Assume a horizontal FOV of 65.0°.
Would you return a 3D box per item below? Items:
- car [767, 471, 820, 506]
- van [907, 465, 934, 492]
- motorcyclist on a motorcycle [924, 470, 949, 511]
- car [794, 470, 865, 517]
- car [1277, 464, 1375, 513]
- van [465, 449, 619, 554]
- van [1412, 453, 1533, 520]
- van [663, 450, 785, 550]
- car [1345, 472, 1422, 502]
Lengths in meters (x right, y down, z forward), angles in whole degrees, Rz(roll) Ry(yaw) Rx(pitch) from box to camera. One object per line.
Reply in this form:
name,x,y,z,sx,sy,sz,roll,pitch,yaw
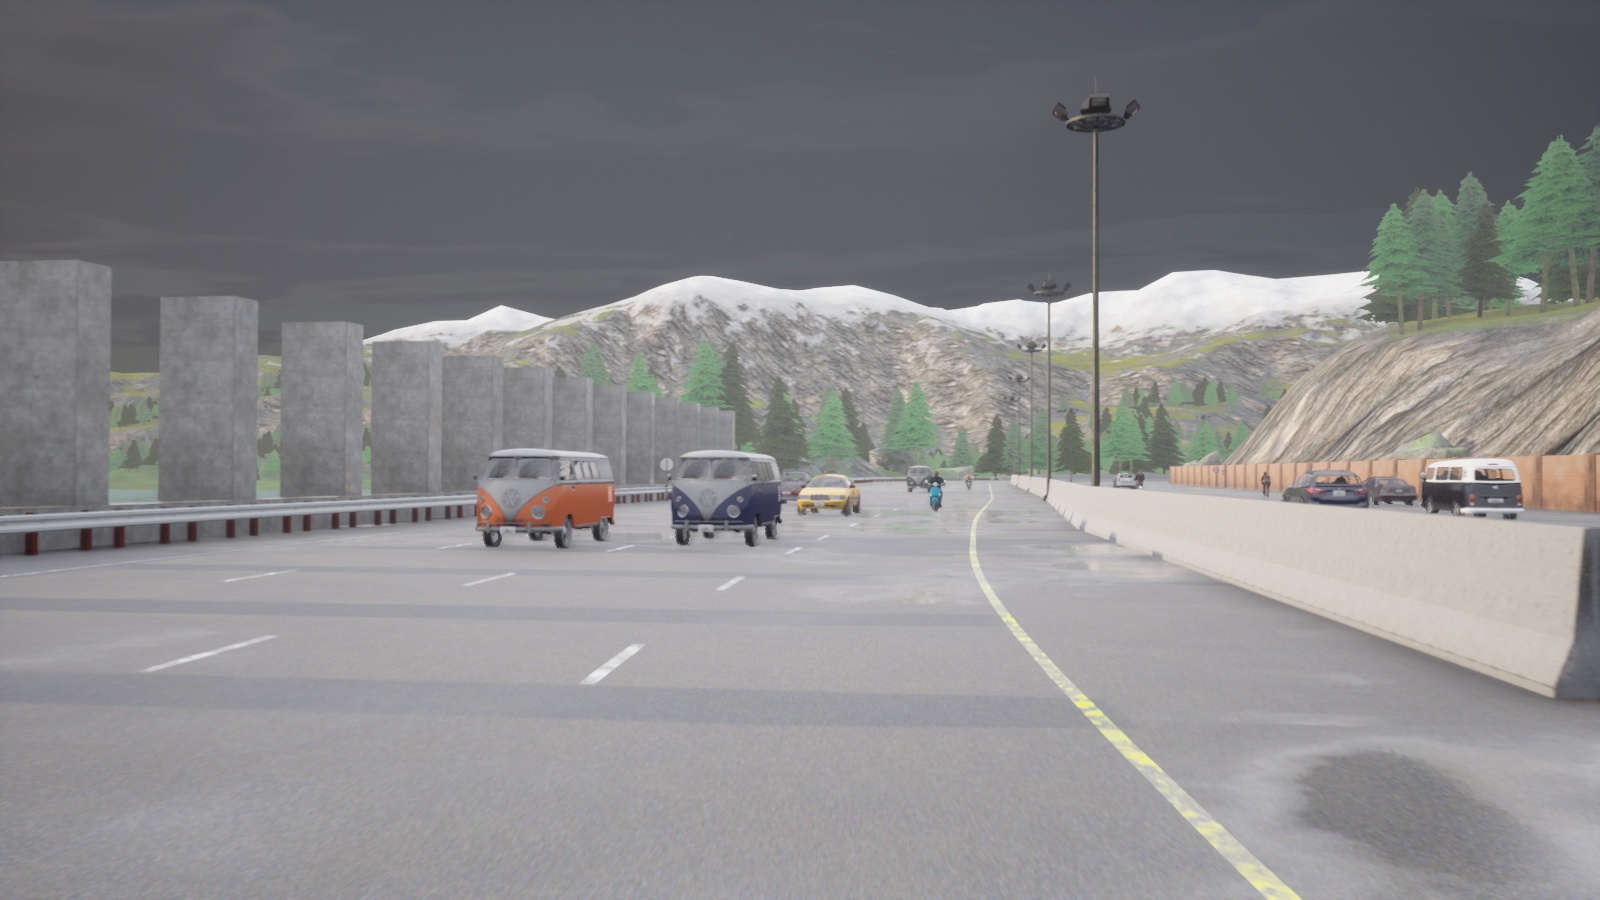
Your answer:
car,-0.271,1.761,57.781,1.789,1.549,3.705,0,-1,10
van,8.946,2.095,93.253,1.775,1.987,4.442,0,-1,8
motorcyclist on a motorcycle,5.341,1.571,49.170,0.866,1.590,1.817,0,-1,10
car,1.123,1.504,45.190,1.801,1.575,5.366,0,-1,9
car,18.872,1.346,45.284,2.242,1.667,4.611,0,-1,10
van,-5.222,1.024,26.064,1.775,1.987,4.442,0,-1,8
van,21.661,1.138,40.667,2.069,2.038,4.480,0,-1,9
van,-1.545,1.029,27.164,1.775,1.987,4.442,0,-1,8
car,28.852,1.793,62.240,2.033,1.411,5.357,0,-1,9
